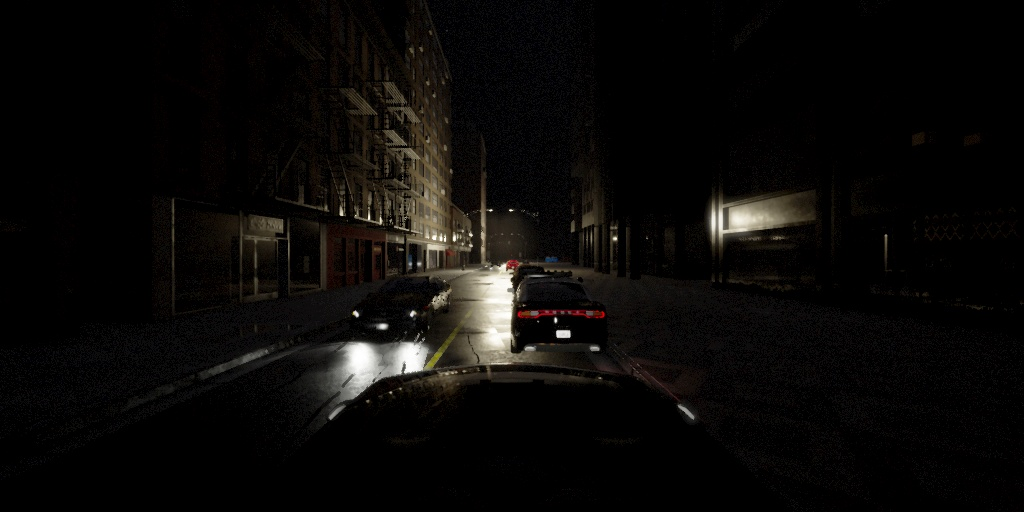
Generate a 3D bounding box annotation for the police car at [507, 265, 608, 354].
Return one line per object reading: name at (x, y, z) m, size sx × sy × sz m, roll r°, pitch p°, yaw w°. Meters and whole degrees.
police car at (0.914, 1.175, 8.919) m, size 1.930 × 1.638 × 5.238 m, roll 0°, pitch 0°, yaw 0°

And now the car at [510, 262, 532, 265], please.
car at (0.940, 1.256, 18.809) m, size 1.837 × 1.490 × 4.892 m, roll 0°, pitch 0°, yaw 0°

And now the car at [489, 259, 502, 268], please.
car at (-2.852, 1.299, 62.540) m, size 1.837 × 1.490 × 4.892 m, roll 0°, pitch 0°, yaw 0°

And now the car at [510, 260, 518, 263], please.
car at (0.955, 1.209, 25.000) m, size 1.801 × 1.575 × 5.366 m, roll 0°, pitch 0°, yaw 0°

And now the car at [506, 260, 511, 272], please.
car at (0.148, 1.301, 47.410) m, size 1.812 × 1.442 × 4.674 m, roll 0°, pitch 0°, yaw 1°

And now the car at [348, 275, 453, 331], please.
car at (-3.080, 1.297, 11.200) m, size 2.033 × 1.411 × 5.357 m, roll 0°, pitch 0°, yaw 0°
